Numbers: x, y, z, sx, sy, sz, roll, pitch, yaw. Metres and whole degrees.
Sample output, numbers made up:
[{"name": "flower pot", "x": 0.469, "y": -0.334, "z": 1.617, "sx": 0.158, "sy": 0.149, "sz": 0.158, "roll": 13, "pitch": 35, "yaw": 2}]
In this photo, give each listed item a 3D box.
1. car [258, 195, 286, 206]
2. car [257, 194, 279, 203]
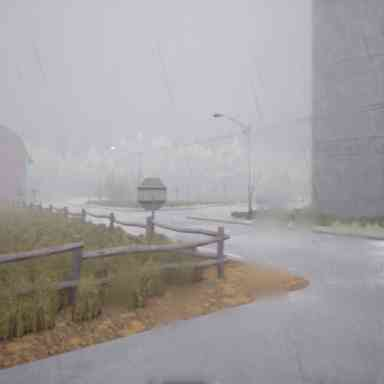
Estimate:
[{"name": "car", "x": 13.101, "y": 1.505, "z": 54.220, "sx": 2.242, "sy": 1.667, "sz": 4.611, "roll": 0, "pitch": 0, "yaw": -36}, {"name": "car", "x": 16.637, "y": 1.343, "z": 73.184, "sx": 1.932, "sy": 1.855, "sz": 4.605, "roll": 0, "pitch": 0, "yaw": -36}]
